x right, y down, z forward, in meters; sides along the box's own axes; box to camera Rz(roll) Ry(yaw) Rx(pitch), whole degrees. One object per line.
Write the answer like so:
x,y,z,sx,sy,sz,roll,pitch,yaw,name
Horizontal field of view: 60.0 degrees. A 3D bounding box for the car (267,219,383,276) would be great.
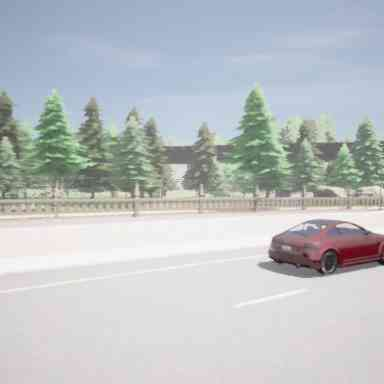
4.392,1.537,10.325,4.181,1.385,1.994,0,0,-30,car
